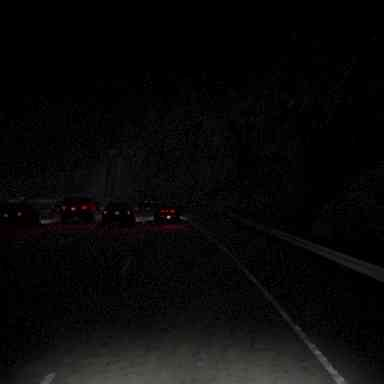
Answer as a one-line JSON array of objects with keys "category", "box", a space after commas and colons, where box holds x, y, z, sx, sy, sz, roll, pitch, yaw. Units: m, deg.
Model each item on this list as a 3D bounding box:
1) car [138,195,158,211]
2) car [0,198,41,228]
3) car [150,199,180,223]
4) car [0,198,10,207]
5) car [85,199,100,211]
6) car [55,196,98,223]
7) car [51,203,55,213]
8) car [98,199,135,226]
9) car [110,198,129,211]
[{"category": "car", "box": [-5.561, 1.348, 42.722, 2.150, 2.045, 5.566, -1, 0, -16]}, {"category": "car", "box": [-12.234, 1.522, 23.389, 2.097, 1.767, 4.553, -1, 0, -9]}, {"category": "car", "box": [-2.032, 1.565, 26.062, 1.837, 1.490, 4.892, 0, 0, -9]}, {"category": "car", "box": [-34.626, 1.949, 60.943, 1.882, 1.535, 5.008, -1, 0, -24]}, {"category": "car", "box": [-13.440, 1.721, 44.975, 1.837, 1.490, 4.892, -1, 0, -18]}, {"category": "car", "box": [-9.339, 1.365, 27.491, 2.150, 2.045, 5.566, -1, 0, -10]}, {"category": "car", "box": [-15.818, 1.759, 40.204, 1.812, 1.442, 4.674, -1, 0, -15]}, {"category": "car", "box": [-5.313, 1.447, 24.368, 2.097, 1.767, 4.553, -1, 0, -8]}, {"category": "car", "box": [-9.696, 1.665, 44.311, 2.128, 1.511, 4.902, -1, 0, -16]}]
